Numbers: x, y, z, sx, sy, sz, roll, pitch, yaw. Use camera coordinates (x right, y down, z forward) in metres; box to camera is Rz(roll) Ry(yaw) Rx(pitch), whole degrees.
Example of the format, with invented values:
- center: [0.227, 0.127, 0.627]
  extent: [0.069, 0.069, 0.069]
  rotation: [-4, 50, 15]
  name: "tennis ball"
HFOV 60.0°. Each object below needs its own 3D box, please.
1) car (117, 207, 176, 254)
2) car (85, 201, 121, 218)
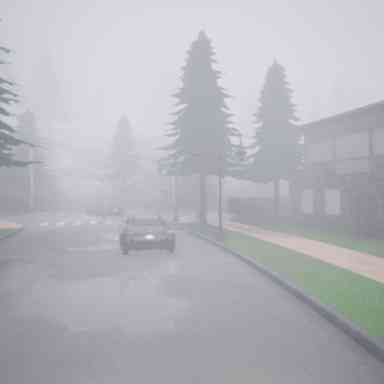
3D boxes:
- center: [-1.917, 1.535, 13.516]
  extent: [1.994, 1.385, 4.181]
  rotation: [0, 0, -13]
  name: "car"
- center: [-7.577, 1.438, 28.566]
  extent: [1.994, 1.385, 4.181]
  rotation: [0, 0, -41]
  name: "car"
